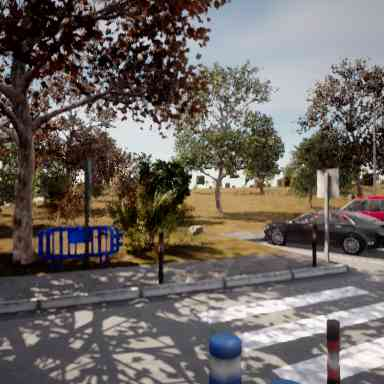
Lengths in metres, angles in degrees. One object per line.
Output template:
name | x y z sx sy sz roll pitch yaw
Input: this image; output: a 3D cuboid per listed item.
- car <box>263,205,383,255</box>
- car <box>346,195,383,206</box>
car | 5.133 1.438 13.032 2.231 1.521 4.892 0 -1 -45
car | 7.818 1.187 14.279 2.435 2.045 5.566 0 -1 -44
